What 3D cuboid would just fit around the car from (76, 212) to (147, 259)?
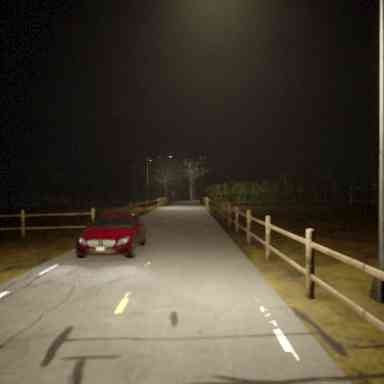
[{"bbox_3d":[-2.836,1.514,12.644,1.812,1.442,4.674,0,0,0],"label":"car"}]
